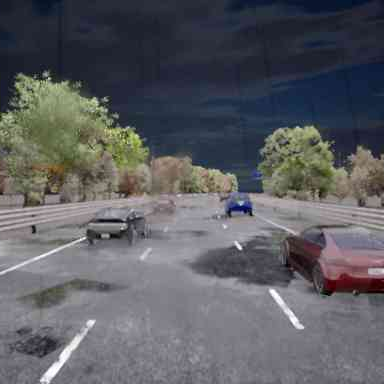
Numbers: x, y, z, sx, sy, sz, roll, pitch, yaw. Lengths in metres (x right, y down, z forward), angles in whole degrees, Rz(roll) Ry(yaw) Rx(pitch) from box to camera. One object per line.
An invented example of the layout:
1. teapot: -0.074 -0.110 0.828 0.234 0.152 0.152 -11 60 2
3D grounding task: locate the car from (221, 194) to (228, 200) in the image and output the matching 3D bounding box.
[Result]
1. car: 8.717 1.257 88.629 1.882 1.535 5.008 0 0 7

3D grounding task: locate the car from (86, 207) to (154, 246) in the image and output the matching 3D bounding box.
1. car: -3.216 1.433 14.949 2.128 1.511 4.902 0 0 1

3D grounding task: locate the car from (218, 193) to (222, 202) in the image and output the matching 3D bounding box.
1. car: 6.503 1.318 66.987 1.837 1.490 4.892 0 0 5

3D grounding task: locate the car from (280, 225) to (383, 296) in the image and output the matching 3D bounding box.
1. car: 3.681 1.533 8.589 1.994 1.385 4.181 0 0 1

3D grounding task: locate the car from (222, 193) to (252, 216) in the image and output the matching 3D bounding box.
1. car: 4.286 1.111 31.067 2.150 2.045 5.566 0 0 2

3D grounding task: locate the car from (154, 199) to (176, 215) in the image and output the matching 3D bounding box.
1. car: -2.648 1.408 32.617 1.812 1.442 4.674 0 0 2

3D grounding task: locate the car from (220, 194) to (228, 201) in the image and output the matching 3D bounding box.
1. car: 7.534 1.320 77.816 1.812 1.442 4.674 0 0 6
